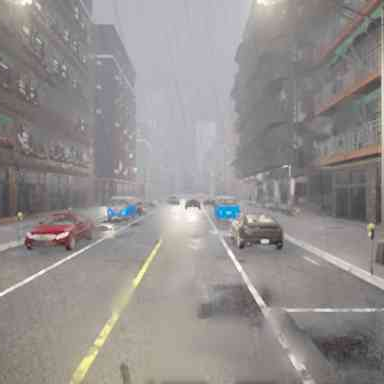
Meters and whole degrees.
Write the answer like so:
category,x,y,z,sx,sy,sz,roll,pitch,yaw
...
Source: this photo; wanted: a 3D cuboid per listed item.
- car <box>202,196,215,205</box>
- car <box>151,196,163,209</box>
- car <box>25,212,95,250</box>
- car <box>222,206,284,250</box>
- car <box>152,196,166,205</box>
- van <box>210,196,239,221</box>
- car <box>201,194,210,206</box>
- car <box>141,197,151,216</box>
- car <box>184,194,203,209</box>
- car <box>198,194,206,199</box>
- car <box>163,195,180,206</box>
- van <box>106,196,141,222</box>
category,x,y,z,sx,sy,sz,roll,pitch,yaw
car,2.569,1.323,53.602,1.887,1.381,4.507,1,0,0
car,-5.277,1.373,42.231,2.008,1.369,4.403,1,0,0
car,-5.286,1.521,13.877,1.802,1.307,4.206,1,0,0
car,2.573,1.490,13.906,2.008,1.369,4.403,1,0,0
car,-5.278,1.323,53.573,1.887,1.381,4.507,1,0,0
van,2.574,1.232,25.247,1.690,1.788,3.998,1,0,0
car,2.569,1.366,47.931,1.947,1.339,4.313,1,0,0
car,-5.276,1.412,30.890,1.887,1.381,4.507,1,0,0
car,0.095,1.352,41.203,1.812,1.442,4.674,0,0,0
car,2.695,1.190,91.658,1.887,1.381,4.507,1,0,0
car,-2.783,1.273,49.100,1.882,1.535,5.008,0,0,1
van,-5.273,1.232,25.218,1.690,1.788,3.998,1,0,0
